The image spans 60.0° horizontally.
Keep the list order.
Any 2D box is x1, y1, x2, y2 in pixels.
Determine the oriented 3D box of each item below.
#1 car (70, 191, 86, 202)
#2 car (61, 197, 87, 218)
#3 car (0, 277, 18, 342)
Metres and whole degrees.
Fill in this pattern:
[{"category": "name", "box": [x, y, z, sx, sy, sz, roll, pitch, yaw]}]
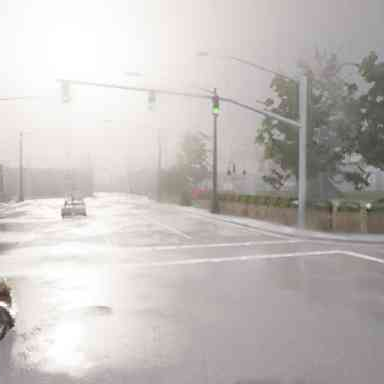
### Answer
[{"category": "car", "box": [-17.327, 0.688, 50.541, 2.128, 1.511, 4.902, 0, 1, -18]}, {"category": "car", "box": [-9.424, 1.283, 26.637, 1.895, 1.301, 4.718, 0, 1, -18]}, {"category": "car", "box": [-4.140, 1.590, 3.615, 1.994, 1.385, 4.181, 1, 1, 19]}]
